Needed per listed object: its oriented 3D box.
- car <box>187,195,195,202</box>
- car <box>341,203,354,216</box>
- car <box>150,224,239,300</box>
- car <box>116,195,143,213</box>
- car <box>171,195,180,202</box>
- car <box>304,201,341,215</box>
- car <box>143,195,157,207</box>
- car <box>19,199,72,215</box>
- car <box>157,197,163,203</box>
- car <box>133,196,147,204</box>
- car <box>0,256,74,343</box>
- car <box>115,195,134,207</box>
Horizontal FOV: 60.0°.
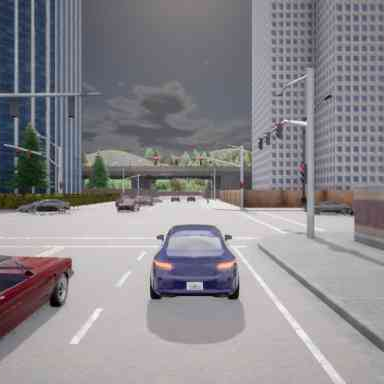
[{"bbox_3d":[-0.162,1.477,74.568,1.837,1.490,4.892,0,0,0],"label":"car"},{"bbox_3d":[16.223,1.564,30.001,4.181,1.385,1.994,0,0,0],"label":"car"},{"bbox_3d":[0.060,1.526,8.292,1.812,1.442,4.674,0,0,0],"label":"car"},{"bbox_3d":[-7.182,1.477,37.757,1.882,1.535,5.008,0,0,0],"label":"car"},{"bbox_3d":[-3.662,1.501,74.560,1.812,1.442,4.674,0,0,0],"label":"car"},{"bbox_3d":[13.557,1.564,33.508,4.181,1.385,1.994,0,0,0],"label":"car"},{"bbox_3d":[-7.206,1.352,52.600,2.097,1.767,4.553,0,0,0],"label":"car"},{"bbox_3d":[-14.896,1.491,33.986,4.902,1.511,2.128,0,1,-36],"label":"car"},{"bbox_3d":[-7.152,1.600,68.157,1.895,1.301,4.718,0,0,0],"label":"car"},{"bbox_3d":[-10.649,1.521,68.251,2.128,1.511,4.902,0,0,0],"label":"car"},{"bbox_3d":[-3.450,1.601,5.023,1.895,1.301,4.718,0,0,0],"label":"car"},{"bbox_3d":[-10.707,1.351,53.050,2.097,1.767,4.553,0,0,0],"label":"car"}]
